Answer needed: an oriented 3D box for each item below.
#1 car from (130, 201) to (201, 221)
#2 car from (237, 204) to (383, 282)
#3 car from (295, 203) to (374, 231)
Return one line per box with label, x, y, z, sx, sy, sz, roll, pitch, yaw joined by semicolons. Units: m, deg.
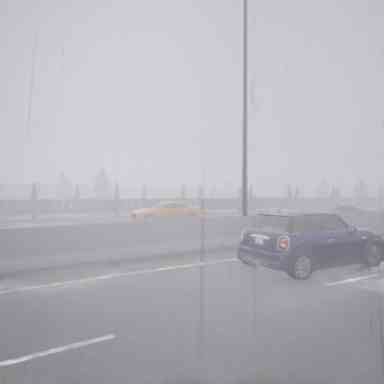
car;-1.783;1.395;23.124;5.008;1.535;1.882;0;0;-28
car;3.617;1.326;9.897;4.553;1.767;2.097;0;0;-31
car;8.870;1.477;20.619;4.674;1.442;1.812;0;0;-24
